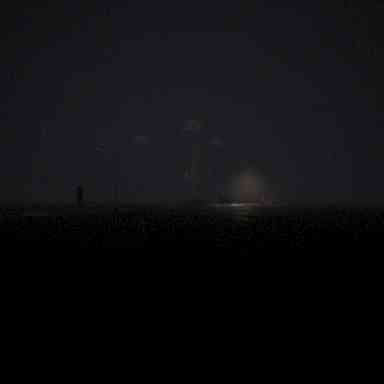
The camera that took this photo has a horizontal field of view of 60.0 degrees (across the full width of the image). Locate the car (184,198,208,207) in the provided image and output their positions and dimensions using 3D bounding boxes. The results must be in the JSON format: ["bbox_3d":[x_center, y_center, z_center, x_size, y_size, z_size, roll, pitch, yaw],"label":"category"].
[{"bbox_3d":[0.731,1.803,58.666,2.033,1.411,5.357,1,0,36],"label":"car"}]

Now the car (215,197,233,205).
[{"bbox_3d":[6.433,1.821,66.699,1.837,1.490,4.892,1,0,36],"label":"car"}]
